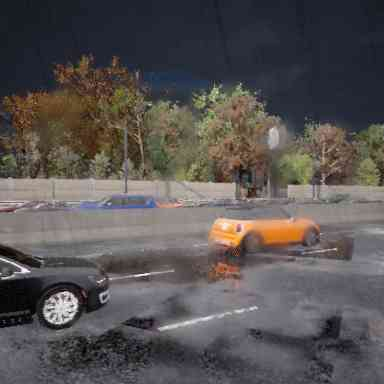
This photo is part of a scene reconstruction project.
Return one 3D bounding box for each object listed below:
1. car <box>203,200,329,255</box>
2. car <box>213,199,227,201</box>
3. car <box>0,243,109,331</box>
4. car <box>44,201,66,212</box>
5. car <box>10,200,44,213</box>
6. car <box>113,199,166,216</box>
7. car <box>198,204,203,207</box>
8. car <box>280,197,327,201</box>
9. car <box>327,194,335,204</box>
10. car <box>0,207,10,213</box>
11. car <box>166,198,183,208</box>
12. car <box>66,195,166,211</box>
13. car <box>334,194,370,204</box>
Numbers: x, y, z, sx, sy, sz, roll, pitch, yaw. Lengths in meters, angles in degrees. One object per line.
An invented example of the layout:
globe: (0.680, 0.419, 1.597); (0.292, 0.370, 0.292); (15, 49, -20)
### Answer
car: (3.043, 1.354, 13.487); (4.553, 1.767, 2.097); (0, 0, -30)
car: (5.085, 1.558, 35.182); (5.357, 1.411, 2.033); (0, 0, -31)
car: (-3.842, 1.503, 5.407); (4.892, 1.490, 1.837); (0, 0, -30)
car: (-7.575, 1.477, 23.727); (5.008, 1.535, 1.882); (0, 0, -30)
car: (-11.095, 1.489, 25.724); (4.902, 1.511, 2.128); (0, 0, -30)
car: (-5.211, 1.507, 33.214); (4.892, 1.490, 1.837); (0, 0, -30)
car: (3.227, 1.557, 38.157); (5.357, 1.411, 2.033); (0, 0, -30)
car: (13.491, 1.509, 40.095); (4.902, 1.511, 2.128); (0, 0, -30)
car: (21.039, 1.252, 48.556); (5.566, 2.045, 2.150); (0, 0, -30)
car: (-13.586, 1.474, 28.324); (5.008, 1.535, 1.882); (0, 0, -30)
car: (-3.108, 1.355, 30.392); (4.553, 1.767, 2.097); (0, 0, -30)
car: (-4.804, 1.222, 21.292); (5.566, 2.045, 2.150); (0, 0, -30)
car: (22.012, 1.381, 45.075); (4.553, 1.767, 2.097); (0, 0, -30)
